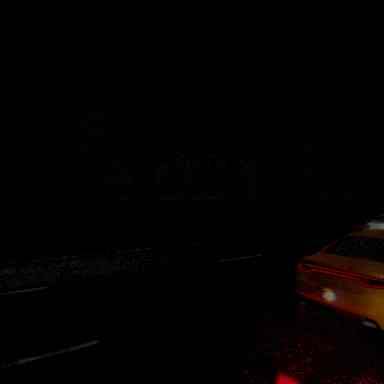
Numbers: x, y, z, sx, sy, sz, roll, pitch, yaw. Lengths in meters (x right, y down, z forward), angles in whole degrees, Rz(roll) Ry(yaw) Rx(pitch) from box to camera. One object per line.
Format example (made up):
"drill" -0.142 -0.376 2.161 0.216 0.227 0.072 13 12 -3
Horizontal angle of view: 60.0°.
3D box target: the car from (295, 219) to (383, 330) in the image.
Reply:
"car" 4.215 1.514 6.756 5.008 1.535 1.882 0 0 -36

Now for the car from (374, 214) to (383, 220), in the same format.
"car" 9.393 1.607 14.750 4.674 1.442 1.812 0 0 -36
